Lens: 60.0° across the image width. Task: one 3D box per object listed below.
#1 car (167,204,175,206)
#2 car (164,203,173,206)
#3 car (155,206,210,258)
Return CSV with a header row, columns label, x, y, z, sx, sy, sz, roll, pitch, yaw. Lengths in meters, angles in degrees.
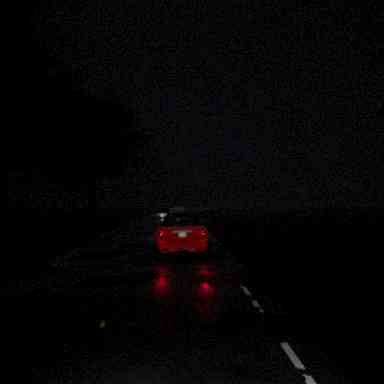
label,x,y,z,sx,sy,sz,roll,pitch,yaw
car,-1.223,2.122,30.771,1.812,1.442,4.674,-1,-1,-2
car,-3.705,2.584,53.253,1.837,1.490,4.892,-2,-1,7
car,-0.450,1.644,14.402,2.097,1.767,4.553,-1,-1,-3
